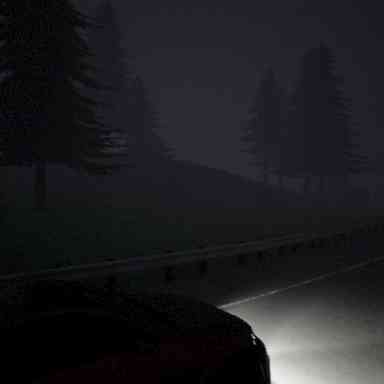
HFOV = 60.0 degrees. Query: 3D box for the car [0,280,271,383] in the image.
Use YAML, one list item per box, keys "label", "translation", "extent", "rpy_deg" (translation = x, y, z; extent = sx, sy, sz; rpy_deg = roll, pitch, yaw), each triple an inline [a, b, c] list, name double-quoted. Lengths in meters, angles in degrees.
- label: "car"
  translation: [-1.218, 1.575, 3.053]
  extent: [4.181, 1.385, 1.994]
  rpy_deg: [0, 0, -36]
